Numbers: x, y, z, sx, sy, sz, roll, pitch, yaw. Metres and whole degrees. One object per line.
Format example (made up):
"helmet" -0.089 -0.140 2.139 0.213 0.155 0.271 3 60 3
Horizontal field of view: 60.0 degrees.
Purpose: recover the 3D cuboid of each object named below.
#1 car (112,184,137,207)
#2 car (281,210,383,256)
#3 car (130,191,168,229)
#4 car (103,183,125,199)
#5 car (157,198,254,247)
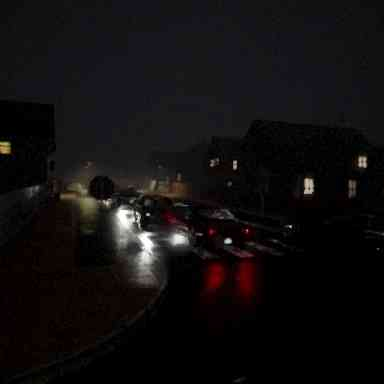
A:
"car" -5.304 0.343 27.123 2.128 1.511 4.902 1 2 -19
"car" 5.539 1.360 11.080 4.902 1.511 2.128 6 3 28
"car" -1.841 0.886 16.815 1.812 1.442 4.674 0 2 -16
"car" -8.902 -0.191 37.527 1.882 1.535 5.008 1 2 -19
"car" 0.350 1.185 12.877 1.895 1.301 4.718 2 3 -22
